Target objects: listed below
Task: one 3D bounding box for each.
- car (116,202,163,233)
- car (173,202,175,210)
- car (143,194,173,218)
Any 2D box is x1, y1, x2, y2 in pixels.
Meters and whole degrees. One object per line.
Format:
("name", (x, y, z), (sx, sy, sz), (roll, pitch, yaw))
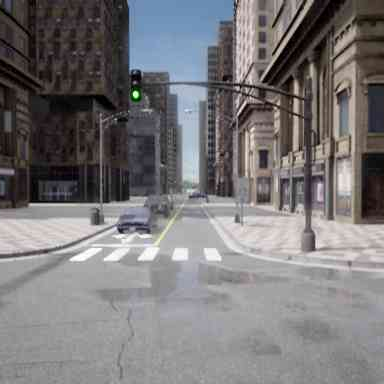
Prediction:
("car", (-3.151, 1.570, 20.136), (2.033, 1.411, 5.357), (0, 0, 0))
("car", (-3.168, 1.561, 40.953), (1.812, 1.442, 4.674), (0, 0, 0))
("car", (-3.166, 1.251, 30.678), (2.150, 2.045, 5.566), (0, 0, -1))
